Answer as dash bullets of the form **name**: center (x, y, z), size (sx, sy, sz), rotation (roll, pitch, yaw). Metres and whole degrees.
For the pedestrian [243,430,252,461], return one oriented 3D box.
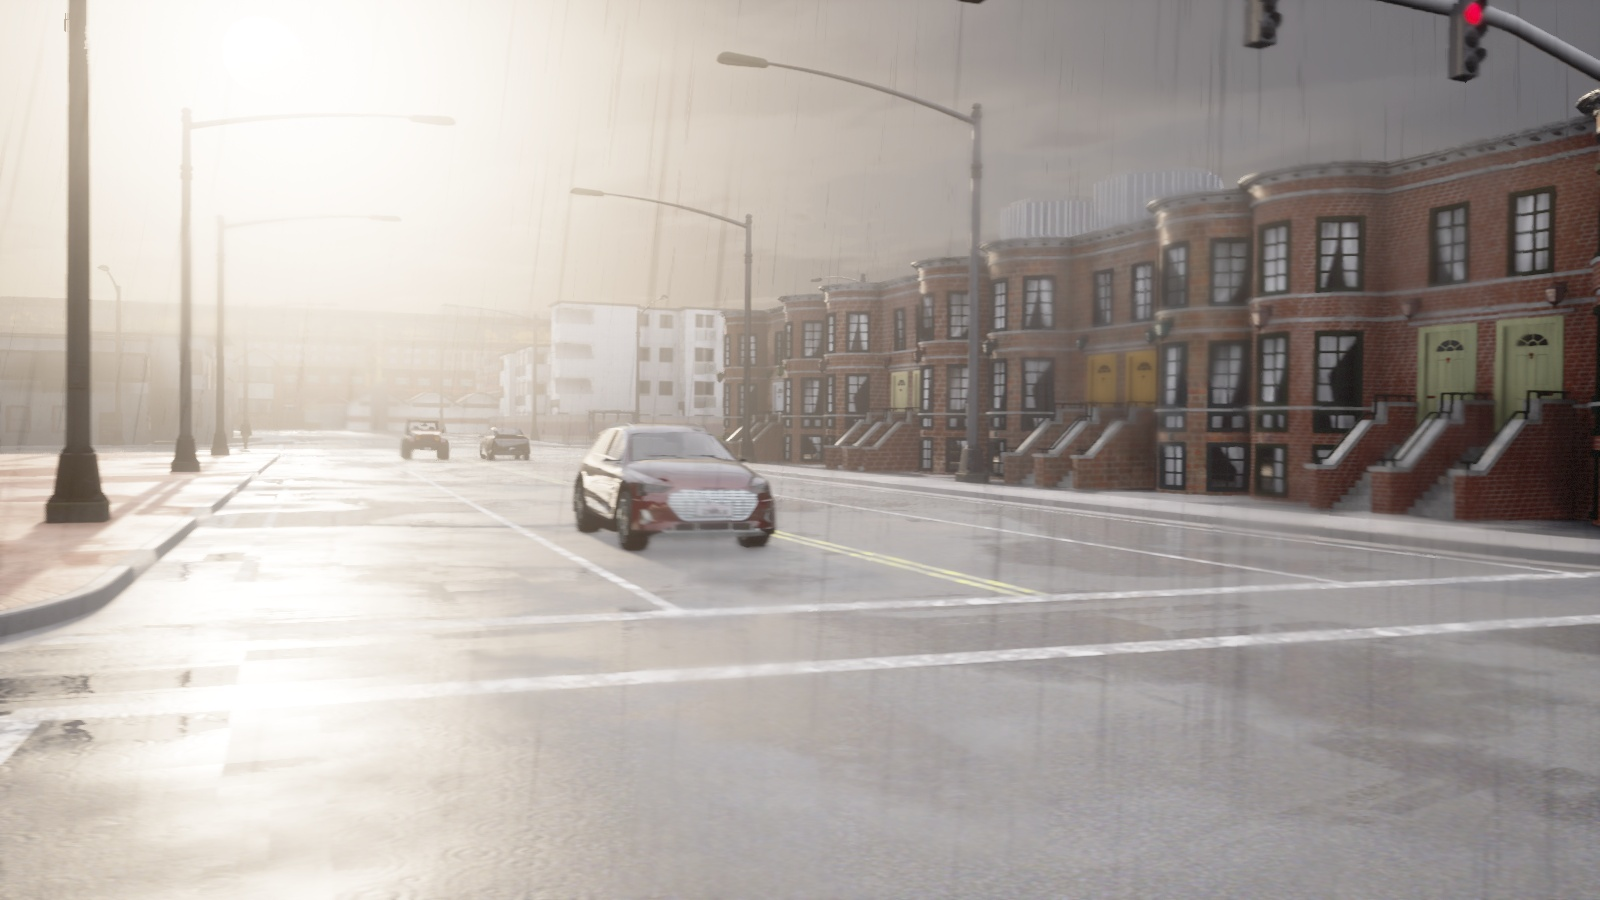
- **pedestrian**: center (-32.758, -0.274, 74.419), size (0.431, 1.840, 0.703), rotation (-1, 1, -26)

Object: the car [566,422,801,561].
- **car**: center (-1.812, 0.461, 17.626), size (2.033, 1.649, 4.856), rotation (-1, 1, -21)

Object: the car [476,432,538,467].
- **car**: center (-13.664, -0.046, 58.296), size (2.128, 1.511, 4.902), rotation (-1, 1, -21)

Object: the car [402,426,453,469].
- **car**: center (-17.107, -0.157, 57.538), size (1.905, 1.878, 3.866), rotation (-1, 1, -21)
